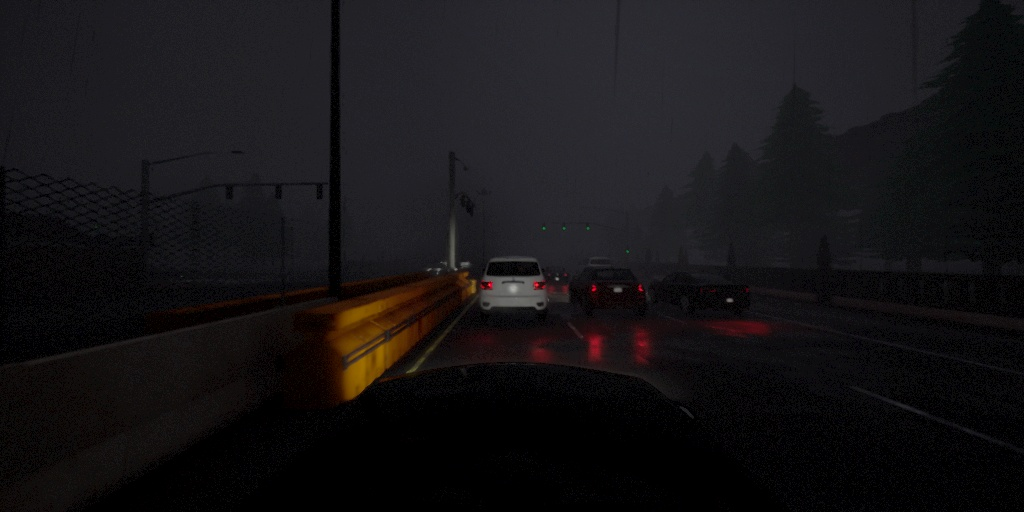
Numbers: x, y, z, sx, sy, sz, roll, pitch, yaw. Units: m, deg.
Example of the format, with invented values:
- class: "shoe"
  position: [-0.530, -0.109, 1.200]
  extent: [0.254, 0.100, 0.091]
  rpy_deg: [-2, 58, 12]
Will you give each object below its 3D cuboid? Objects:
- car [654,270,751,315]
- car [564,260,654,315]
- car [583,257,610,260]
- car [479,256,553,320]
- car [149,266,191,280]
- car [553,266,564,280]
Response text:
- class: "car"
  position: [7.055, 1.293, 14.073]
  extent: [1.882, 1.535, 5.008]
  rpy_deg: [0, 0, 0]
- class: "car"
  position: [3.554, 1.168, 14.125]
  extent: [2.097, 1.767, 4.553]
  rpy_deg: [0, 0, 0]
- class: "car"
  position: [7.032, 1.125, 30.760]
  extent: [2.150, 2.045, 5.566]
  rpy_deg: [0, 0, 0]
- class: "car"
  position: [0.052, 1.032, 13.129]
  extent: [2.150, 2.045, 5.566]
  rpy_deg: [0, 0, 0]
- class: "car"
  position: [-32.123, 1.517, 32.525]
  extent: [4.718, 1.301, 1.895]
  rpy_deg: [0, 0, 2]
- class: "car"
  position: [3.530, 1.502, 30.099]
  extent: [1.895, 1.301, 4.718]
  rpy_deg: [0, 0, 0]
